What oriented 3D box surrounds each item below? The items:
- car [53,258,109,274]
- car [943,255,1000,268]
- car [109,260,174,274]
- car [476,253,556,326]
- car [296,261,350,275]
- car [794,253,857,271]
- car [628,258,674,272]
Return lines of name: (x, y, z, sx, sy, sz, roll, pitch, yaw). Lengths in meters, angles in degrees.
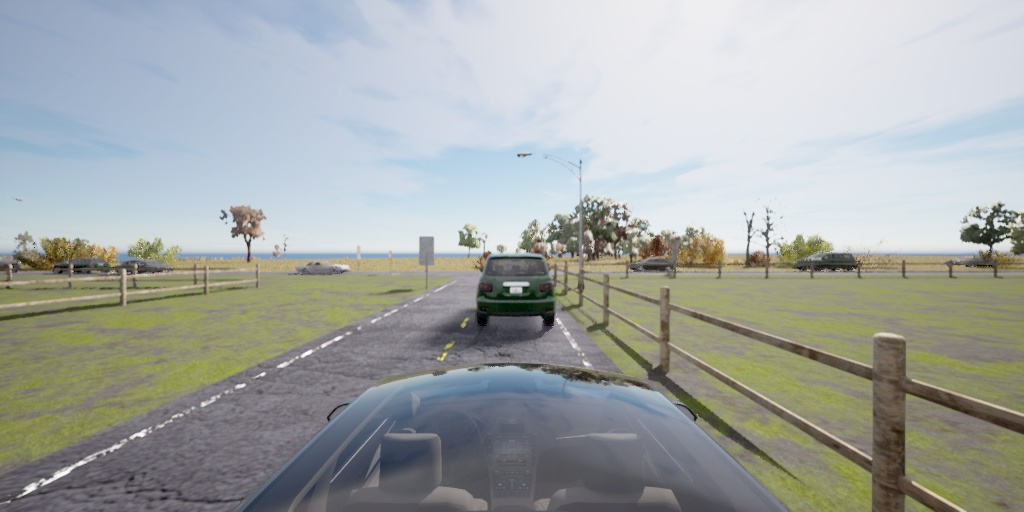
car: (-47.131, 0.998, 39.301, 4.553, 1.767, 2.097, 0, 0, 1)
car: (49.189, 0.600, 38.421, 4.181, 1.385, 1.994, 0, 0, 0)
car: (-37.147, 1.140, 36.323, 4.892, 1.490, 1.837, 0, 0, 1)
car: (0.104, 0.912, 11.581, 2.150, 2.045, 5.566, 0, 1, 0)
car: (-18.977, 1.183, 36.158, 4.718, 1.301, 1.895, 0, 0, 0)
car: (33.737, 0.662, 38.649, 5.566, 2.045, 2.150, 0, 0, 1)
car: (15.099, 0.977, 38.816, 4.892, 1.490, 1.837, 0, 0, 0)
